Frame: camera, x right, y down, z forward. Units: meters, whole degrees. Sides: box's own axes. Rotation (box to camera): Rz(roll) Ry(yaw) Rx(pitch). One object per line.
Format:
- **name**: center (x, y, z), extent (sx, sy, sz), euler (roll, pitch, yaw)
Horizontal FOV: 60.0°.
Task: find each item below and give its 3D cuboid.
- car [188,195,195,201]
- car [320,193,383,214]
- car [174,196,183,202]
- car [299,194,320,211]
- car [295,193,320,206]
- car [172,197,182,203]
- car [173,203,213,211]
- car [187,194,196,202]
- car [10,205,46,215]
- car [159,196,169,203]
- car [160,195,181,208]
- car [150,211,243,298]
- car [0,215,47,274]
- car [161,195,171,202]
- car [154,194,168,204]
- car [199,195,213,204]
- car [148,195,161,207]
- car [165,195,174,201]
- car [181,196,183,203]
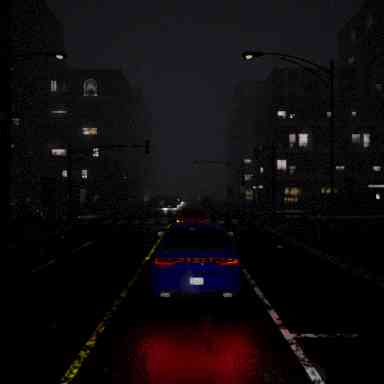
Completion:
- **car**: center (-0.097, 1.522, 90.366), extent (1.882, 1.535, 5.008), euler (0, 0, 0)
- **car**: center (14.663, 1.029, 29.743), extent (5.009, 1.841, 2.192), euler (-1, 1, -1)
- **car**: center (-3.086, 1.621, 78.483), extent (1.895, 1.301, 4.718), euler (0, 0, 0)
- **car**: center (14.507, 1.210, 35.550), extent (4.892, 1.490, 1.837), euler (-1, 0, 1)
- **car**: center (14.519, 1.014, 38.121), extent (5.009, 1.841, 2.192), euler (-1, 1, -1)
- **car**: center (-3.084, 1.626, 68.144), extent (1.895, 1.301, 4.718), euler (0, 0, 0)
- **car**: center (0.079, 1.526, 17.894), extent (1.812, 1.442, 4.674), euler (0, 0, 1)
- **car**: center (-0.086, 1.390, 80.501), extent (2.097, 1.767, 4.553), euler (0, 0, 0)
- **car**: center (-16.709, 1.888, 32.043), extent (4.718, 1.301, 1.895), euler (-1, 0, -1)
- **car**: center (-5.765, 1.550, 68.660), extent (1.752, 1.417, 4.829), euler (0, 0, 0)
- **car**: center (-3.133, 1.560, 49.154), extent (2.033, 1.411, 5.357), euler (0, 0, -1)
- **car**: center (0.094, 1.477, 8.554), extent (1.882, 1.535, 5.008), euler (0, 0, 0)
- **car**: center (-5.750, 1.582, 9.759), extent (1.802, 1.307, 4.206), euler (0, 0, 0)
- **car**: center (-5.771, 1.470, 74.513), extent (1.967, 1.590, 4.097), euler (0, 0, 0)
- **car**: center (-5.759, 1.336, 63.148), extent (2.192, 1.841, 5.009), euler (0, 0, 0)
- **car**: center (2.628, 1.458, 57.476), extent (1.967, 1.590, 4.097), euler (0, 0, 0)
- **car**: center (-5.746, 1.580, 51.783), extent (1.947, 1.339, 4.313), euler (0, 0, 0)
- **car**: center (-5.783, 1.480, 85.878), extent (1.967, 1.590, 4.097), euler (0, 0, 0)
- **car**: center (-3.142, 1.370, 58.636), extent (2.097, 1.767, 4.553), euler (0, 0, 0)
